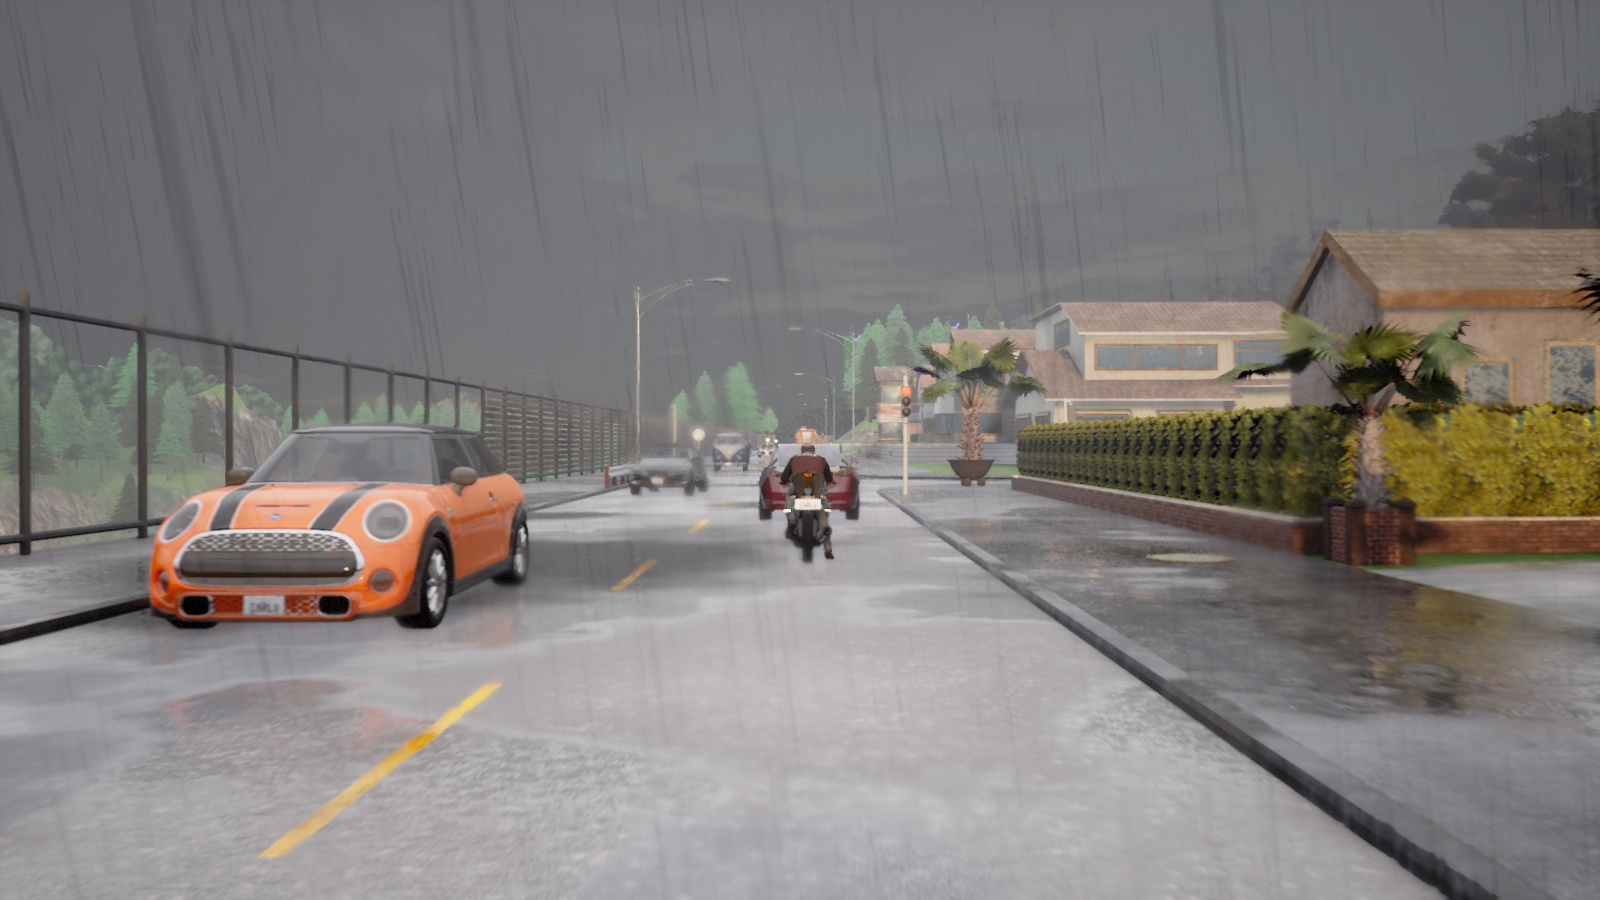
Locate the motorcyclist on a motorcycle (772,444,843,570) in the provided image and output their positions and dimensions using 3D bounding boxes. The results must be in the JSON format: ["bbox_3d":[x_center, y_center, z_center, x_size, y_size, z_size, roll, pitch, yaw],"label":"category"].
[{"bbox_3d":[0.100,0.689,16.369,0.866,1.530,2.191,0,0,0],"label":"motorcyclist on a motorcycle"}]

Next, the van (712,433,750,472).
[{"bbox_3d":[-3.647,0.120,66.823,1.775,1.987,4.442,0,0,0],"label":"van"}]

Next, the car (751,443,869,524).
[{"bbox_3d":[0.169,0.603,25.388,2.163,1.488,4.792,0,0,0],"label":"car"}]

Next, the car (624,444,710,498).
[{"bbox_3d":[-3.783,0.552,36.366,1.816,1.474,4.193,0,0,3],"label":"car"}]

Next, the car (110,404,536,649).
[{"bbox_3d":[-3.925,0.538,11.341,2.097,1.767,4.553,0,0,0],"label":"car"}]
